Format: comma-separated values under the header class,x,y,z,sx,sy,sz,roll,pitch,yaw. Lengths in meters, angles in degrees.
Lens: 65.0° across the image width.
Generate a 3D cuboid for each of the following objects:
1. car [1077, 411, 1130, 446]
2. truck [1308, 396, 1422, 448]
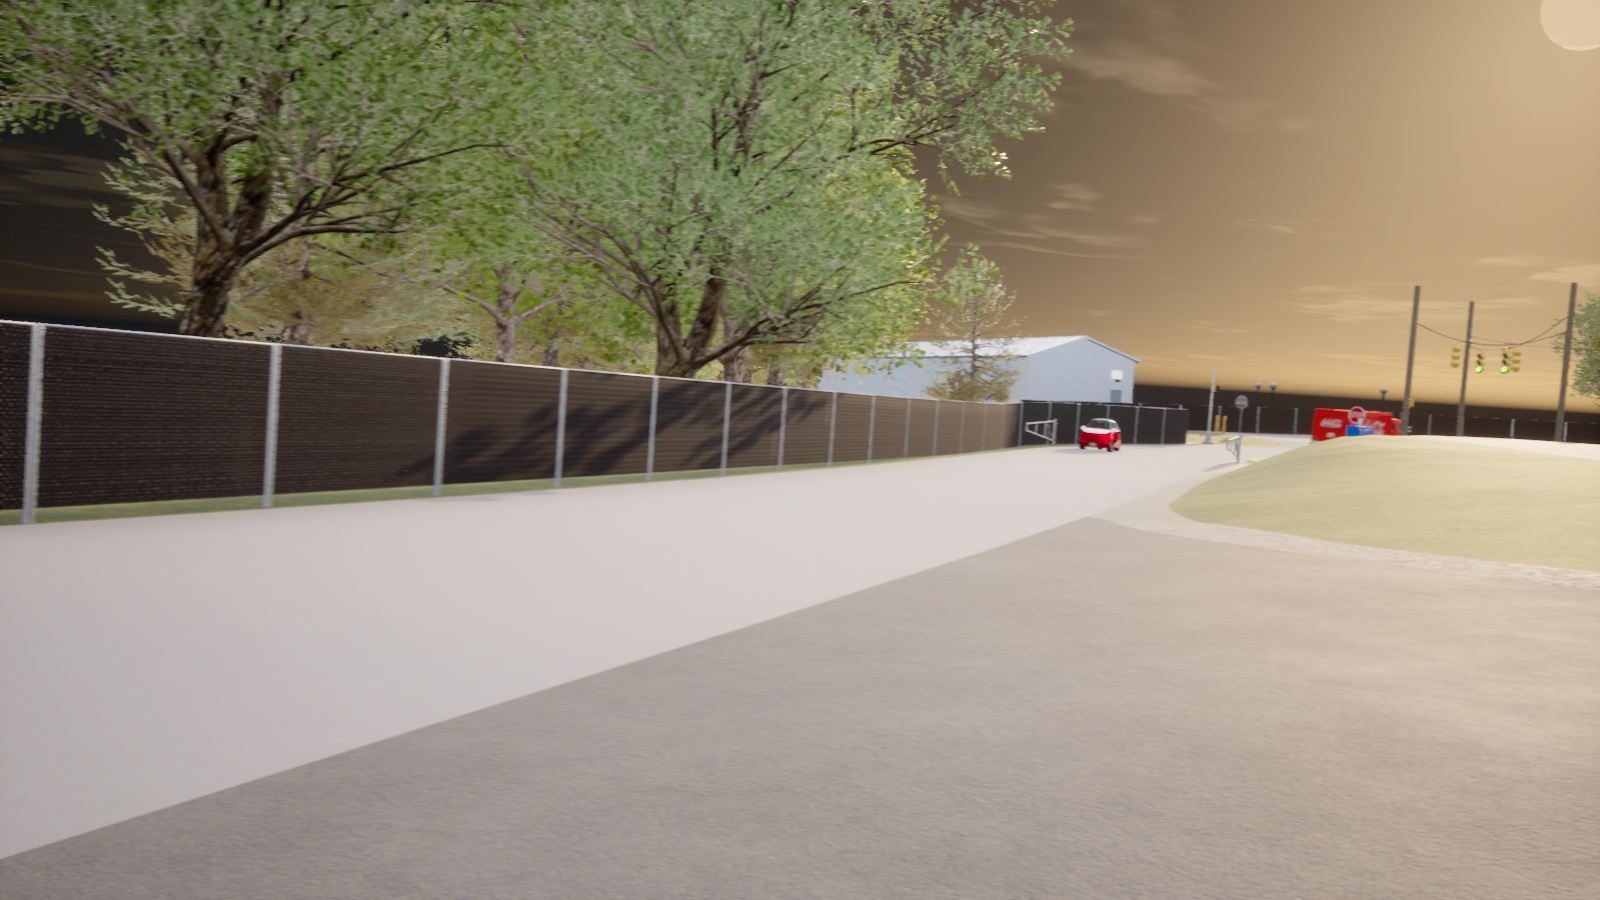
class,x,y,z,sx,sy,sz,roll,pitch,yaw
car,12.931,-0.937,53.488,1.481,1.376,2.207,5,4,33
truck,29.405,-1.438,65.347,5.204,2.467,2.627,1,4,-29
